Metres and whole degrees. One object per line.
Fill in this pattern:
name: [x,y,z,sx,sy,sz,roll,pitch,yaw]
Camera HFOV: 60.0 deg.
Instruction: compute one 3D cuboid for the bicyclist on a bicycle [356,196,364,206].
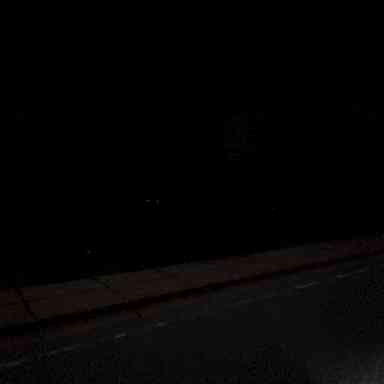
bicyclist on a bicycle: [20.279,1.320,40.038,1.656,1.620,0.582,22,-28,-26]
